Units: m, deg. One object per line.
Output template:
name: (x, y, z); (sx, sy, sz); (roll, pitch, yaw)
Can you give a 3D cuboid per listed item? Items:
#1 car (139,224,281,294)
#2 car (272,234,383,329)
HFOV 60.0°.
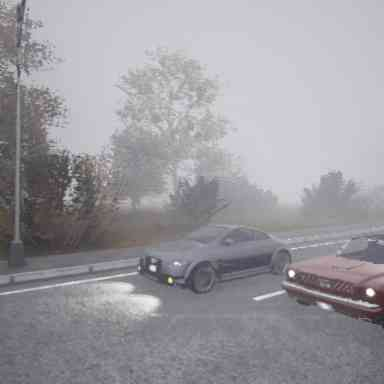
car: (0.726, 1.565, 8.810); (4.181, 1.385, 1.994); (0, 0, -36)
car: (4.018, 1.602, 6.861); (4.718, 1.301, 1.895); (0, 0, -36)
